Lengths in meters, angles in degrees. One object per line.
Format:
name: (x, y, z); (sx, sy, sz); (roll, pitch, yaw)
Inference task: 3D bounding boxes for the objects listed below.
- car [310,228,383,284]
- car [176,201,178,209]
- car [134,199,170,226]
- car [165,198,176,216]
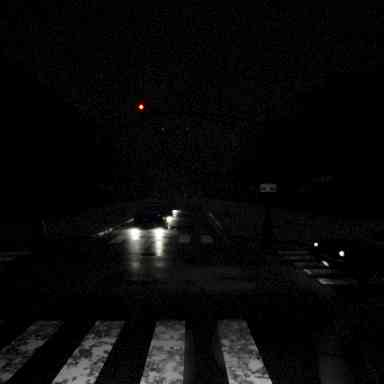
car: (5.762, 1.580, 8.983); (4.718, 1.301, 1.895); (0, 0, -4)
car: (-2.939, 1.532, 43.533); (1.837, 1.490, 4.892); (0, 0, 0)
car: (-2.912, 1.492, 23.982); (1.882, 1.535, 5.008); (0, 0, 0)
car: (-2.931, 1.498, 33.451); (1.882, 1.535, 5.008); (0, 0, 0)
